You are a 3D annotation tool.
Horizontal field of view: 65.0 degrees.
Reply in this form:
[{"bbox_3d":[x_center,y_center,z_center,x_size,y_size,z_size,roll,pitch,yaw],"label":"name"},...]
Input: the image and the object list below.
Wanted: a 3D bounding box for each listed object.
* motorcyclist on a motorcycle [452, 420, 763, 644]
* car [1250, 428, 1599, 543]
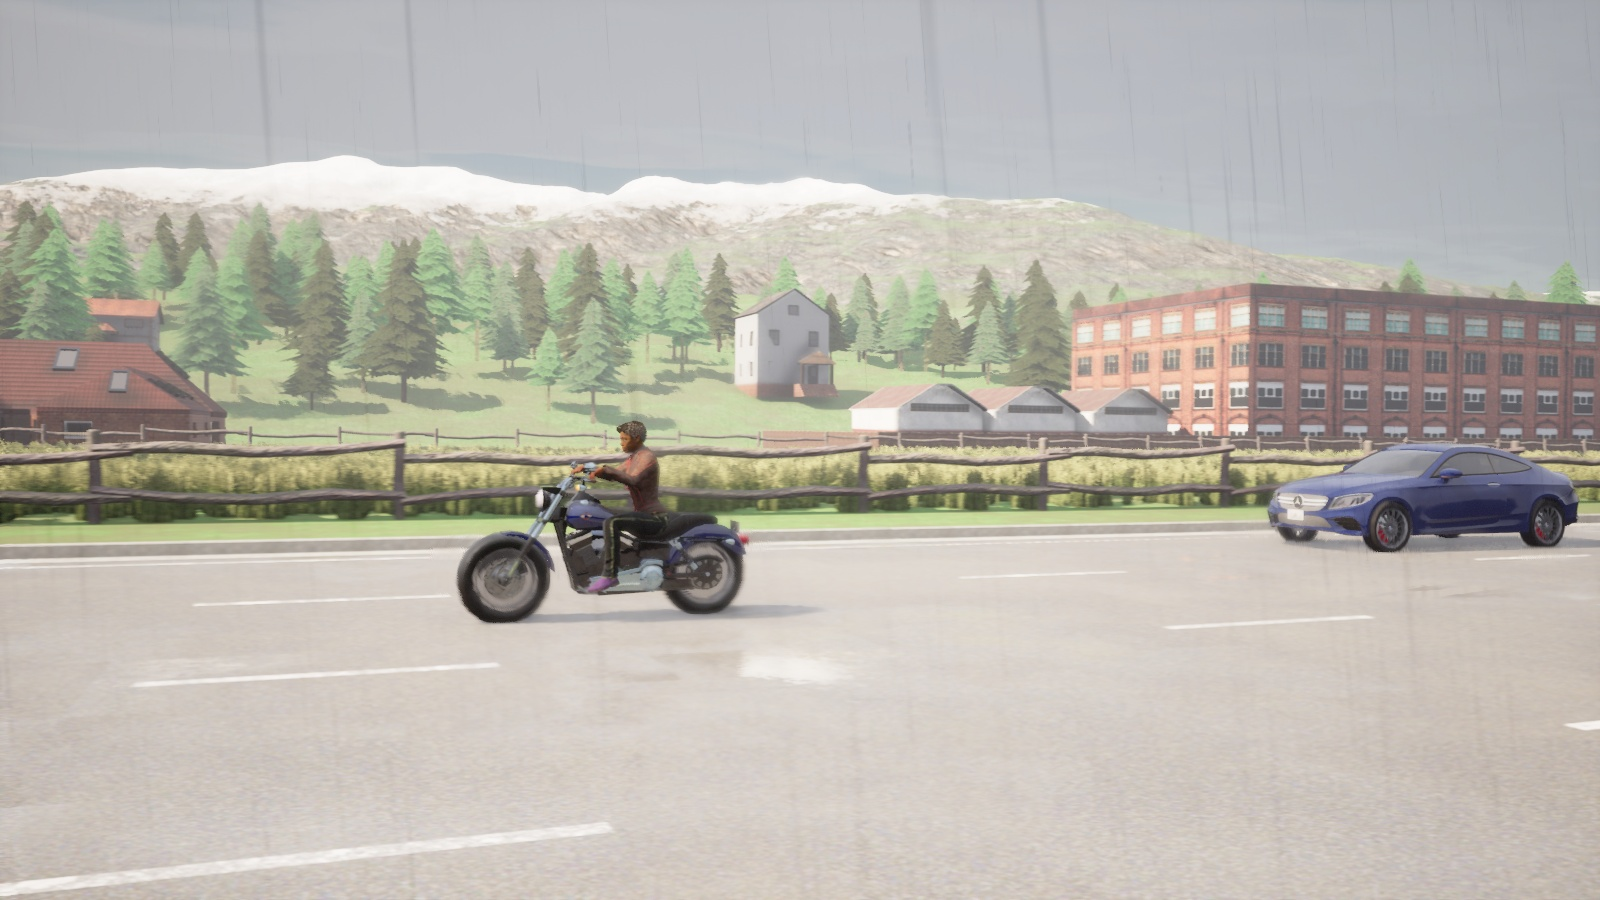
[{"bbox_3d":[-1.546,0.600,10.139,2.350,1.649,0.766,-1,1,-21],"label":"motorcyclist on a motorcycle"},{"bbox_3d":[8.909,0.437,17.852,4.674,1.442,1.812,-1,1,-21],"label":"car"}]
